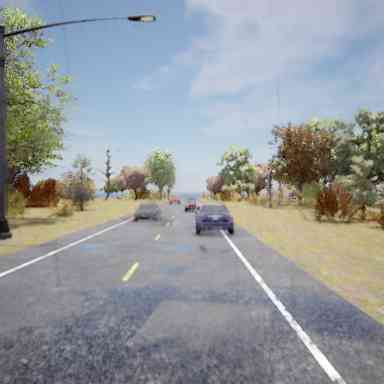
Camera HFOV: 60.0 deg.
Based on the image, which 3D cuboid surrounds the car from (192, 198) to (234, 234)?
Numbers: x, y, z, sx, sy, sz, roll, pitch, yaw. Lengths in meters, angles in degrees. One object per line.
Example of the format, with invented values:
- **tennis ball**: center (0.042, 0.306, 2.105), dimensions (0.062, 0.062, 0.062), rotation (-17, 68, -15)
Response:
- **car**: center (1.227, 1.426, 19.740), dimensions (2.097, 1.767, 4.553), rotation (0, 0, 0)

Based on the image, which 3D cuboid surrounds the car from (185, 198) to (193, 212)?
- **car**: center (0.045, 1.785, 42.341), dimensions (1.895, 1.301, 4.718), rotation (0, 0, 0)

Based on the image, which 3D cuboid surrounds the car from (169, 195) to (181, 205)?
- **car**: center (-3.492, 1.567, 67.851), dimensions (2.150, 2.045, 5.566), rotation (0, 0, 0)

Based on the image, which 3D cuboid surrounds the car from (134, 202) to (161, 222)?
- **car**: center (-3.593, 1.611, 27.468), dimensions (1.837, 1.490, 4.892), rotation (0, 0, 0)
